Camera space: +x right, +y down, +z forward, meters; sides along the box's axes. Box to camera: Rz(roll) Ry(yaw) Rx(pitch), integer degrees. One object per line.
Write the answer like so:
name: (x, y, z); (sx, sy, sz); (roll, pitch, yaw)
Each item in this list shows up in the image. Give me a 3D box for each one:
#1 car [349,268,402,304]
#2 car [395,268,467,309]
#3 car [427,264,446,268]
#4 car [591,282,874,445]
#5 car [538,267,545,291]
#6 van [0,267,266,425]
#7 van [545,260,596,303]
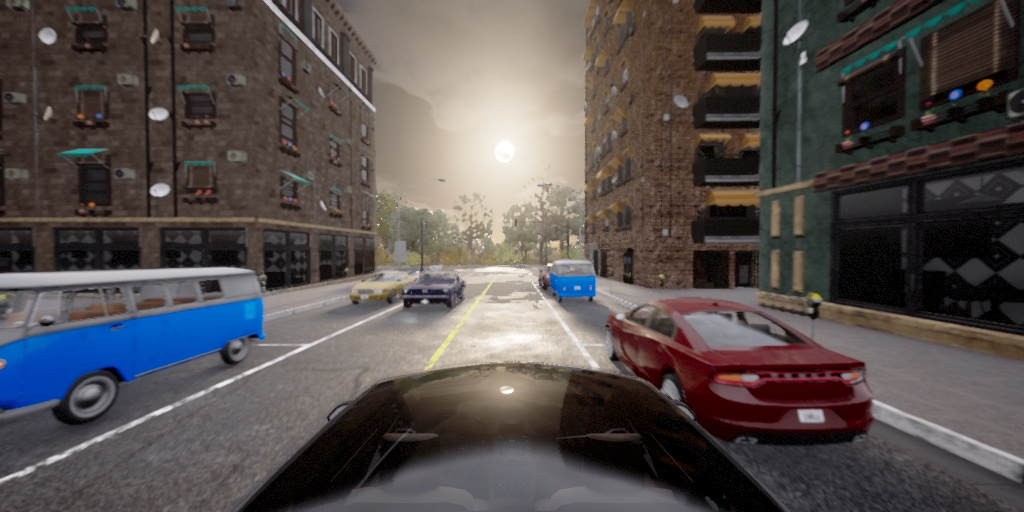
car: (-5.692, 1.260, 16.269); (1.751, 1.417, 4.829); (0, 0, 0)
car: (-3.099, 1.337, 15.013); (1.895, 1.301, 4.718); (0, 0, 0)
car: (-5.789, 1.304, 27.481); (1.802, 1.307, 4.207); (0, 0, 0)
car: (2.689, 1.291, 5.439); (1.888, 1.381, 4.507); (0, 0, 0)
car: (2.688, 1.168, 22.011); (1.967, 1.591, 4.097); (0, 0, 0)
van: (-5.692, 1.087, 5.390); (1.690, 1.789, 3.998); (0, 0, 0)
van: (2.689, 1.075, 16.487); (1.690, 1.789, 3.998); (0, 0, 0)
